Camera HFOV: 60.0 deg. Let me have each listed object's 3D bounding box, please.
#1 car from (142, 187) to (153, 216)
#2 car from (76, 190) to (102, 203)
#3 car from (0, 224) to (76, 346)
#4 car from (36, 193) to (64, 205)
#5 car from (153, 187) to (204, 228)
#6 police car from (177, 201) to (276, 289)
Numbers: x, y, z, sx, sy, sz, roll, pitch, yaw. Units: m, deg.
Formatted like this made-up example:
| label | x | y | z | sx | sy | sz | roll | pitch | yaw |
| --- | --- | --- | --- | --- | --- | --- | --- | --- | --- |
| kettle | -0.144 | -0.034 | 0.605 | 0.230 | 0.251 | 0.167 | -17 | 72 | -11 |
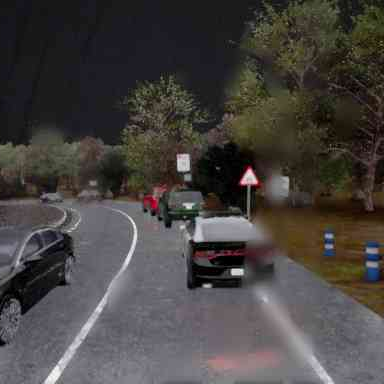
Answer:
| label | x | y | z | sx | sy | sz | roll | pitch | yaw |
| --- | --- | --- | --- | --- | --- | --- | --- | --- | --- |
| car | -2.372 | 0.631 | 25.321 | 2.150 | 2.045 | 5.566 | -2 | 2 | -18 |
| car | -14.002 | 0.486 | 44.939 | 2.097 | 1.767 | 4.553 | -5 | 3 | -39 |
| car | -3.634 | 1.439 | 6.251 | 2.128 | 1.511 | 4.902 | 0 | 1 | -4 |
| car | -19.356 | 0.913 | 45.845 | 1.837 | 1.490 | 4.892 | -5 | 3 | -43 |
| car | -0.723 | 0.795 | 19.272 | 2.150 | 2.045 | 5.566 | -1 | 2 | -12 |
| police car | 0.715 | 1.289 | 9.053 | 1.930 | 1.638 | 5.238 | 0 | 2 | -4 |
